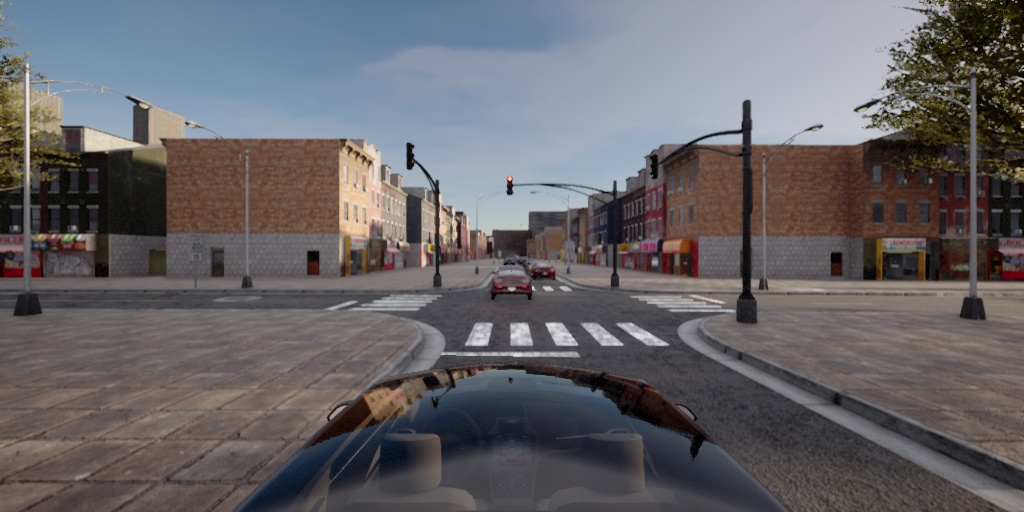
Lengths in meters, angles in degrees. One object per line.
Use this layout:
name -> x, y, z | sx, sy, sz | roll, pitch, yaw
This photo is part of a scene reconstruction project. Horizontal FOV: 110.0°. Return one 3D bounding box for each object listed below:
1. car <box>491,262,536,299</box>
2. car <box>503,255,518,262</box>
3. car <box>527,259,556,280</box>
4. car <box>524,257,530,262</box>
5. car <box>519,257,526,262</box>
car -> -0.021, 1.190, 17.247 | 1.812, 1.442, 4.674 | 0, 0, 0
car -> -0.389, 0.988, 58.825 | 1.837, 1.490, 4.892 | 0, 0, 0
car -> 2.430, 1.143, 28.655 | 1.888, 1.381, 4.507 | 0, 0, 0
car -> 2.384, 1.097, 34.504 | 1.751, 1.417, 4.829 | 0, 0, 0
car -> 2.297, 1.090, 45.692 | 1.948, 1.339, 4.313 | 0, 0, 0
